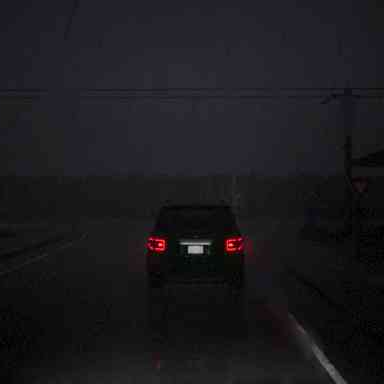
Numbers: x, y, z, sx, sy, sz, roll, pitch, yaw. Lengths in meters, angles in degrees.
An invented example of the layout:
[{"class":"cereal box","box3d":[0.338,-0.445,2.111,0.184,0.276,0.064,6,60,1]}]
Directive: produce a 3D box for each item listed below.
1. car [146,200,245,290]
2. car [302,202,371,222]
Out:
[{"class":"car","box3d":[0.092,1.221,9.193,2.150,2.045,5.566,0,0,0]},{"class":"car","box3d":[11.159,1.504,25.825,5.008,1.535,1.882,0,0,1]}]
